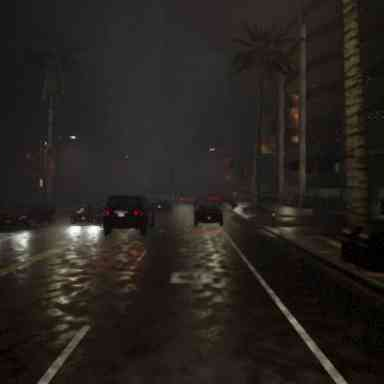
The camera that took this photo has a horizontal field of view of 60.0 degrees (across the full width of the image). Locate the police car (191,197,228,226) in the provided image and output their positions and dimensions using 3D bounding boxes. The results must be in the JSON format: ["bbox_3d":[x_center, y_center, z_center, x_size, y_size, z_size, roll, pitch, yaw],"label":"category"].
[{"bbox_3d":[1.058,1.381,22.955,1.930,1.638,5.238,0,0,0],"label":"police car"}]

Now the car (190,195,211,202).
[{"bbox_3d":[1.138,1.452,38.420,1.812,1.442,4.674,0,0,4],"label":"car"}]

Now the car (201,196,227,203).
[{"bbox_3d":[4.288,1.424,64.541,2.033,1.411,5.357,0,0,44],"label":"car"}]

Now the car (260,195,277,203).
[{"bbox_3d":[14.324,1.354,64.011,5.008,1.535,1.882,0,0,-35],"label":"car"}]

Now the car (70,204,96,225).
[{"bbox_3d":[-7.064,1.519,23.620,1.994,1.385,4.181,0,0,0],"label":"car"}]

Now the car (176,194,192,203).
[{"bbox_3d":[-1.404,1.231,63.013,2.097,1.767,4.553,0,0,36],"label":"car"}]

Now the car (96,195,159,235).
[{"bbox_3d":[-3.393,1.186,18.623,2.150,2.045,5.566,0,0,0],"label":"car"}]

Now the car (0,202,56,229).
[{"bbox_3d":[-10.577,1.436,21.631,1.882,1.535,5.008,0,0,0],"label":"car"}]

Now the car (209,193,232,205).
[{"bbox_3d":[4.507,1.119,53.330,2.150,2.045,5.566,0,0,33],"label":"car"}]

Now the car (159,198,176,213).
[{"bbox_3d":[-3.243,1.494,36.341,1.994,1.385,4.181,0,0,3],"label":"car"}]
